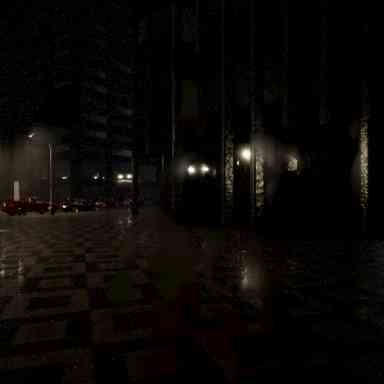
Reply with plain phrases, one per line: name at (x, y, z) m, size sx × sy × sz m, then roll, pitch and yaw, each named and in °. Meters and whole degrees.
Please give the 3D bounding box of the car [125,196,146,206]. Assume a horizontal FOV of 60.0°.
car at (-9.619, 1.427, 55.390) m, size 1.967 × 1.590 × 4.097 m, roll 0°, pitch 0°, yaw 35°

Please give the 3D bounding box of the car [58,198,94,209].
car at (-16.037, 1.538, 46.115) m, size 1.887 × 1.381 × 4.507 m, roll 0°, pitch 0°, yaw 35°

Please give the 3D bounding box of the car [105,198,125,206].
car at (-12.828, 1.572, 50.753) m, size 1.802 × 1.307 × 4.206 m, roll 0°, pitch 0°, yaw 35°

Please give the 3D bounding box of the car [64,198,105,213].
car at (-12.250, 1.569, 36.606) m, size 1.947 × 1.339 × 4.313 m, roll 0°, pitch 0°, yaw 35°

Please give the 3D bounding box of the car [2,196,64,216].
car at (-15.460, 1.322, 31.967) m, size 2.192 × 1.841 × 5.009 m, roll 0°, pitch 0°, yaw 35°
